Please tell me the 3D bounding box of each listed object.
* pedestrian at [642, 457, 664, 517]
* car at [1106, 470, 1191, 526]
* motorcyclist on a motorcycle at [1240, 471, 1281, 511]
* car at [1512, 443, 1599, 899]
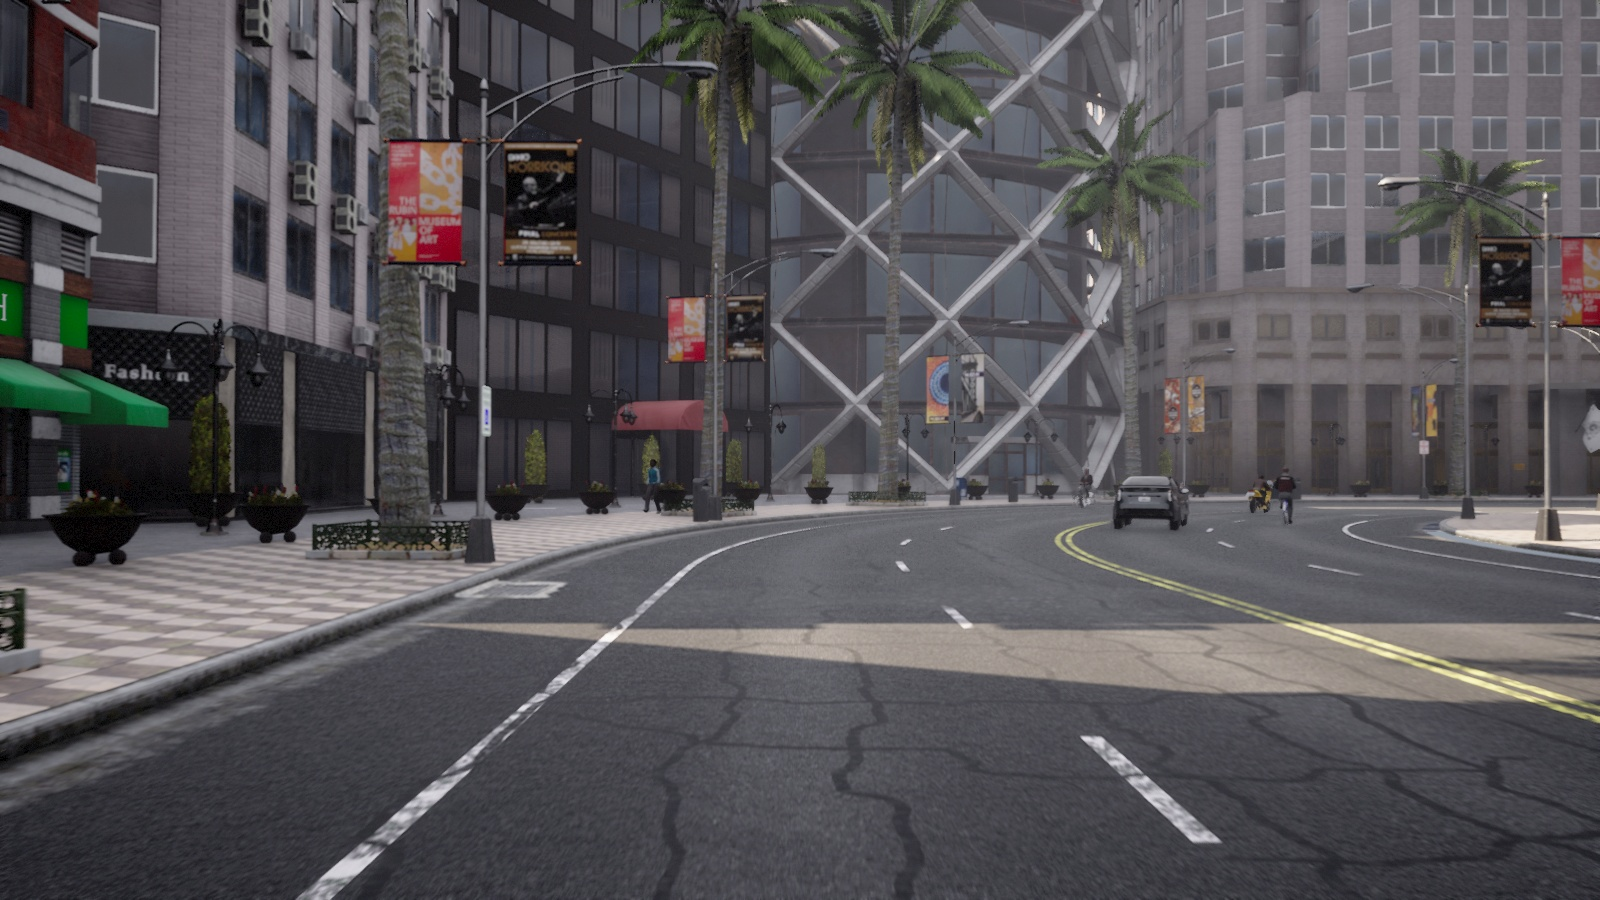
[{"bbox_3d":[-4.818,1.208,41.166,0.396,1.930,0.692,-1,-1,25],"label":"pedestrian"},{"bbox_3d":[10.214,1.358,36.581,2.007,1.525,4.514,-1,-1,20],"label":"car"},{"bbox_3d":[18.095,1.584,49.324,0.797,1.523,2.044,0,-1,41],"label":"motorcyclist on a motorcycle"},{"bbox_3d":[3.495,0.765,1.913,2.033,1.649,4.856,0,-1,0],"label":"car"}]
